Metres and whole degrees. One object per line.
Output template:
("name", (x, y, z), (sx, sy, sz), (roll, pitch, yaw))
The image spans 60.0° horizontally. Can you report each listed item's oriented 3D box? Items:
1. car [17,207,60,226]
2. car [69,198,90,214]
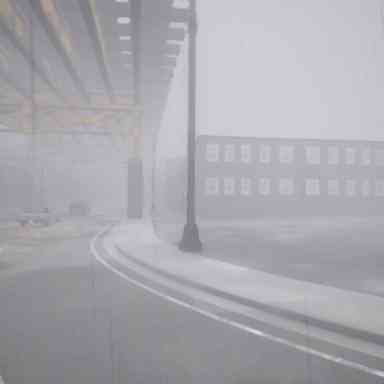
("car", (-11.350, 1.775, 24.956), (1.895, 1.301, 4.718), (1, -1, -9))
("car", (-13.613, 1.799, 40.475), (1.882, 1.535, 5.008), (1, -1, -8))
